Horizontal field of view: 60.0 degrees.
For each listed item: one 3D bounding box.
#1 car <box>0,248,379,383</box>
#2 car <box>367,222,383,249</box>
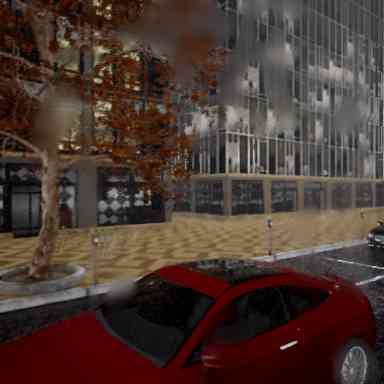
[{"bbox_3d":[0.124,1.512,3.449,4.674,1.442,1.812,0,0,-36],"label":"car"},{"bbox_3d":[8.241,1.452,12.418,4.403,1.369,2.008,-1,1,-35],"label":"car"}]
